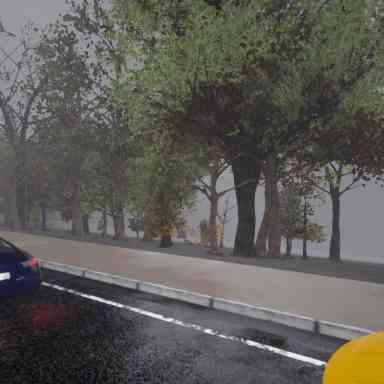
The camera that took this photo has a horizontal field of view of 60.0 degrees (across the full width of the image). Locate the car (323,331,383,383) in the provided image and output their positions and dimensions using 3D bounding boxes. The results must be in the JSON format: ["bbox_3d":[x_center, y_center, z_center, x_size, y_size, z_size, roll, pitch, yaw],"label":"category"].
[{"bbox_3d":[3.185,1.478,1.412,5.008,1.535,1.882,0,0,36],"label":"car"}]

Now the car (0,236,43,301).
[{"bbox_3d":[-5.204,1.562,7.407,4.181,1.385,1.994,0,0,36],"label":"car"}]
